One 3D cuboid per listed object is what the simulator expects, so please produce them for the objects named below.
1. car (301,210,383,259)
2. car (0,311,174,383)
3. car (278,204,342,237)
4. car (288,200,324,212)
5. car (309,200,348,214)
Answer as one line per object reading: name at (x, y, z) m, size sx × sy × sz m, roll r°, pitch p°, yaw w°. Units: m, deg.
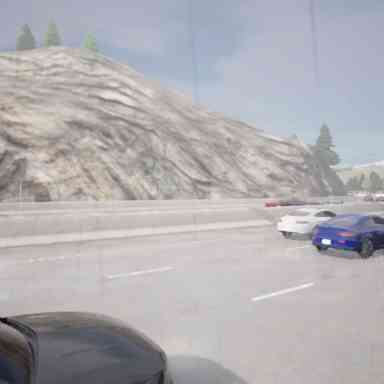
car at (6.443, 1.526, 12.649) m, size 4.674 × 1.442 × 1.812 m, roll 0°, pitch 0°, yaw -36°
car at (-2.385, 1.505, 2.047) m, size 4.892 × 1.490 × 1.837 m, roll 0°, pitch 0°, yaw -36°
car at (6.324, 1.526, 16.864) m, size 4.674 × 1.442 × 1.812 m, roll 0°, pitch 0°, yaw -36°
car at (13.740, 1.602, 39.994) m, size 4.718 × 1.301 × 1.895 m, roll 0°, pitch 0°, yaw -39°
car at (15.115, 1.602, 36.617) m, size 4.718 × 1.301 × 1.895 m, roll 0°, pitch 0°, yaw -38°
